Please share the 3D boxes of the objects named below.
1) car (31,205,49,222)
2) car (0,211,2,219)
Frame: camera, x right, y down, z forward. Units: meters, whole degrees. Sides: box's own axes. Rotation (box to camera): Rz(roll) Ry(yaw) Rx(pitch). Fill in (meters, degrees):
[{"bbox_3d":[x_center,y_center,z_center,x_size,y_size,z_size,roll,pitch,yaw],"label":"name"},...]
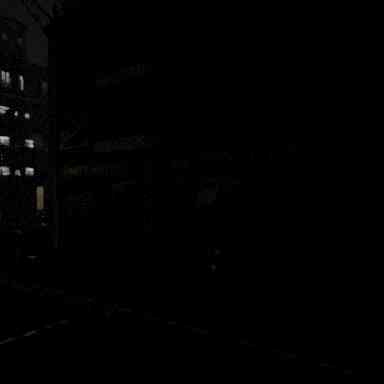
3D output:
[{"bbox_3d":[-13.830,2.010,34.868,2.150,2.045,5.566,-1,-2,35],"label":"car"},{"bbox_3d":[-20.150,2.010,30.326,2.192,1.841,5.009,-2,-2,35],"label":"car"}]
